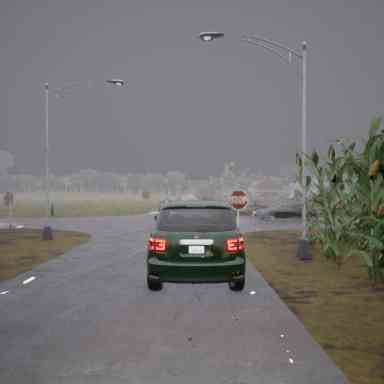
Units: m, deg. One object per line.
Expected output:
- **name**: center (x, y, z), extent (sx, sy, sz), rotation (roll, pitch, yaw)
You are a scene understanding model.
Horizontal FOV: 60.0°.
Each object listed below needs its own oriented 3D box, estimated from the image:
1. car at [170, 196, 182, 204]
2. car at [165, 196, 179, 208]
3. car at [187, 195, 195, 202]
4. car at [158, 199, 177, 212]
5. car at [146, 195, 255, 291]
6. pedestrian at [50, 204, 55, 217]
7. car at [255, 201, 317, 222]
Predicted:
- **car**: center (-2.920, 1.557, 62.665), extent (1.994, 1.385, 4.181), rotation (0, 0, 1)
- **car**: center (-2.929, 1.468, 50.280), extent (1.882, 1.535, 5.008), rotation (0, 0, 0)
- **car**: center (-0.151, 1.479, 80.826), extent (1.882, 1.535, 5.008), rotation (0, 0, 0)
- **car**: center (-2.921, 1.552, 39.842), extent (1.994, 1.385, 4.181), rotation (0, 0, 0)
- **car**: center (0.087, 1.217, 9.161), extent (2.150, 2.045, 5.566), rotation (0, 0, 0)
- **pedestrian**: center (-12.236, 1.612, 29.176), extent (0.500, 1.100, 0.500), rotation (0, 2, 0)
- **car**: center (7.119, 1.479, 25.715), extent (4.902, 1.511, 2.128), rotation (0, 1, -8)
